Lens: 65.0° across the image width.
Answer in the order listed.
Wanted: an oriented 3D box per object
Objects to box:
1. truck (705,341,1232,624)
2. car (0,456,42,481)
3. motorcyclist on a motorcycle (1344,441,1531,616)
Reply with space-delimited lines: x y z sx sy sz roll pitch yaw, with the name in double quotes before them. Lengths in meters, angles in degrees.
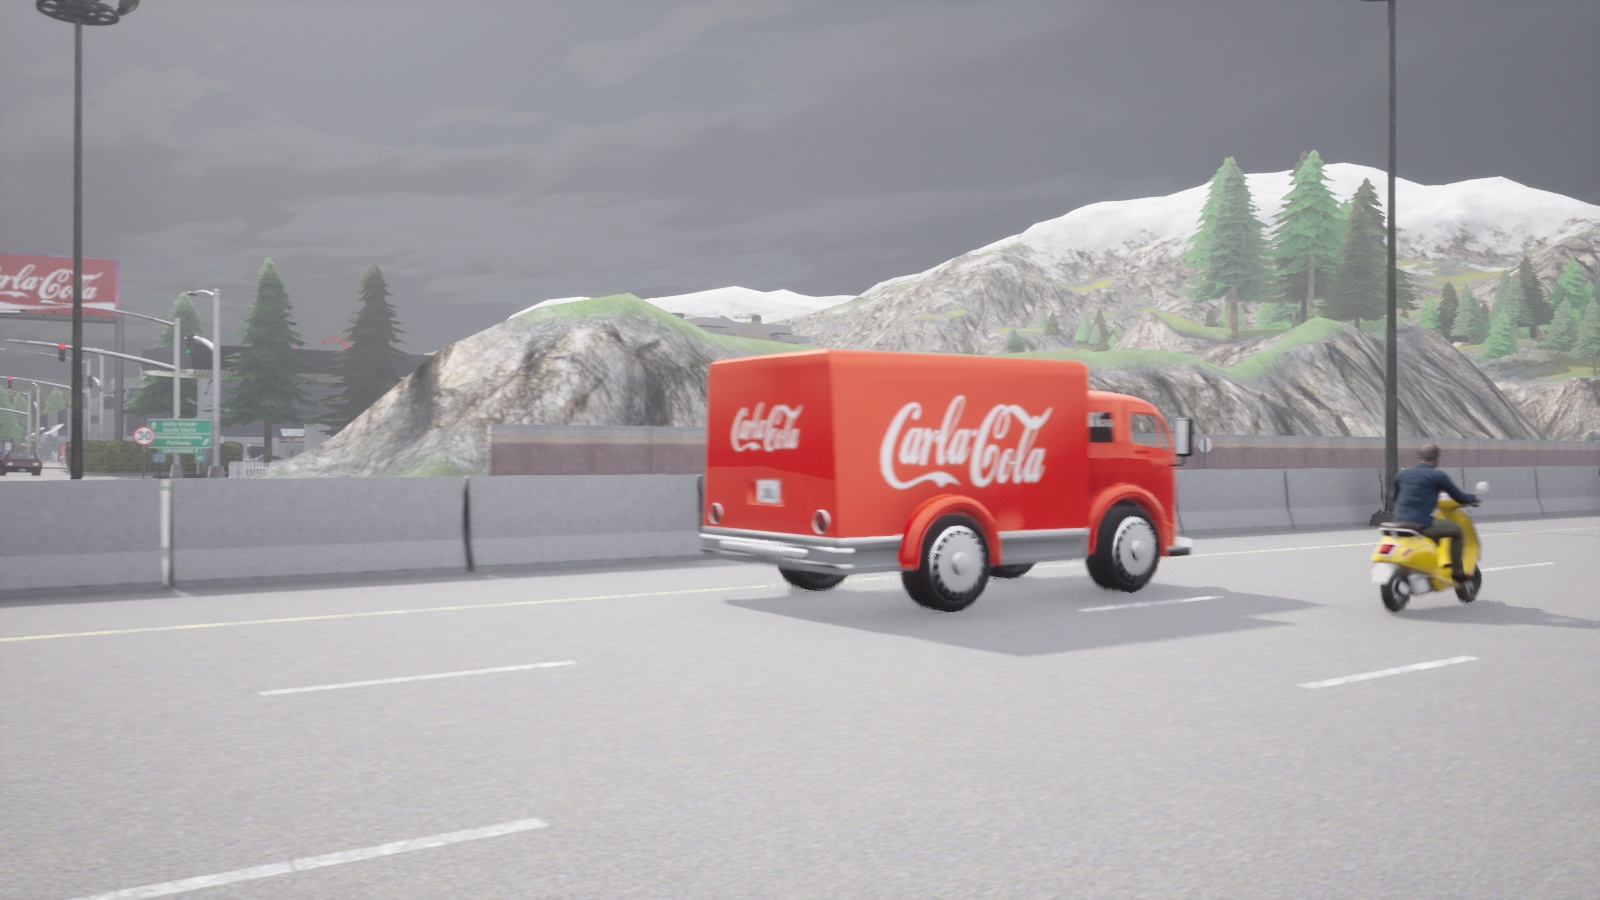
"truck" 1.894 0.287 13.508 5.204 2.467 2.627 0 0 -35
"car" -43.459 0.997 69.812 1.895 1.301 4.718 2 -1 -35
"motorcyclist on a motorcycle" 6.240 0.715 12.265 1.817 1.590 0.866 0 0 -35
